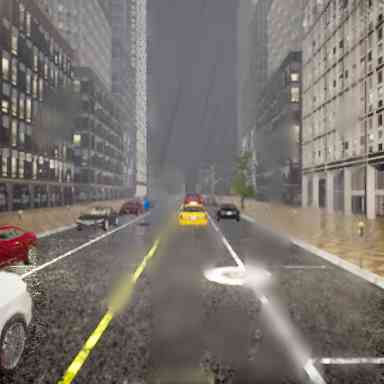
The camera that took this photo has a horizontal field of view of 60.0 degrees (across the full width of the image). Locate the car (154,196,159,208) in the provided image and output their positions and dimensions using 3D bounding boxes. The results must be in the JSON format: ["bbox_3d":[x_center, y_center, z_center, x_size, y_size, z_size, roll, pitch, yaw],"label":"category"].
[{"bbox_3d":[-5.689,1.539,43.173,1.802,1.307,4.206,0,0,0],"label":"car"}]

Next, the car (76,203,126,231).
[{"bbox_3d":[-5.688,1.533,20.404,2.008,1.369,4.403,0,0,0],"label":"car"}]

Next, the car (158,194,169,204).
[{"bbox_3d":[-5.690,1.374,60.249,1.967,1.590,4.097,0,0,0],"label":"car"}]

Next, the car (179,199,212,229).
[{"bbox_3d":[0.098,1.437,21.313,1.801,1.575,5.366,0,0,0],"label":"car"}]

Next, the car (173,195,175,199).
[{"bbox_3d":[-5.692,1.406,94.232,1.752,1.417,4.829,0,0,0],"label":"car"}]

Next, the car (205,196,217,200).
[{"bbox_3d":[2.692,1.389,48.851,1.967,1.590,4.097,0,0,0],"label":"car"}]

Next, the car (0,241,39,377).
[{"bbox_3d":[-3.101,1.524,2.842,1.812,1.442,4.674,0,0,0],"label":"car"}]

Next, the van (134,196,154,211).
[{"bbox_3d":[-5.688,1.305,37.481,1.690,1.788,3.998,0,0,0],"label":"van"}]

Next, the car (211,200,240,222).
[{"bbox_3d":[2.692,1.542,26.084,1.947,1.339,4.313,0,0,0],"label":"car"}]

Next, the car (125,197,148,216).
[{"bbox_3d":[-5.689,1.515,31.788,1.887,1.381,4.507,0,0,0],"label":"car"}]

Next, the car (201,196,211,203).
[{"bbox_3d":[2.690,1.450,66.097,1.752,1.417,4.829,0,0,0],"label":"car"}]

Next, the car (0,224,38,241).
[{"bbox_3d":[-5.687,1.575,9.018,1.802,1.307,4.206,0,0,0],"label":"car"}]

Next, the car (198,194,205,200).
[{"bbox_3d":[2.689,1.320,94.386,1.967,1.590,4.097,0,0,0],"label":"car"}]

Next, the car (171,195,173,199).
[{"bbox_3d":[-5.691,1.482,71.634,1.947,1.339,4.313,0,0,0],"label":"car"}]

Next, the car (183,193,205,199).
[{"bbox_3d":[0.096,1.178,40.912,2.150,2.045,5.566,0,0,0],"label":"car"}]

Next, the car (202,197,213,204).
[{"bbox_3d":[2.690,1.515,60.235,1.802,1.307,4.206,0,0,0],"label":"car"}]

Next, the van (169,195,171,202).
[{"bbox_3d":[-5.689,1.266,65.942,1.690,1.788,3.998,0,0,0],"label":"van"}]
